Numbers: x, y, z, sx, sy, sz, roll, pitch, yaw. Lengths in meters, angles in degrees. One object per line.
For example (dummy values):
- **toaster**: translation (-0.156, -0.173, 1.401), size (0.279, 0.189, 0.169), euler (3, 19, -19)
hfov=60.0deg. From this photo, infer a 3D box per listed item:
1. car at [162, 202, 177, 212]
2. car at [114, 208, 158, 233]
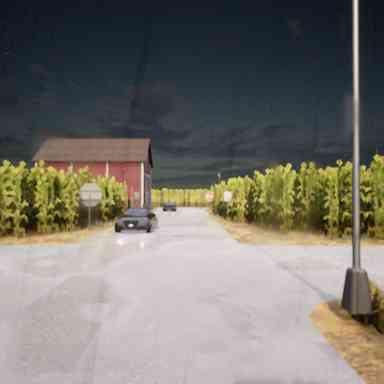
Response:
- **car**: translation (-3.135, 2.099, 47.514), size (2.033, 1.411, 5.357), euler (0, -1, 0)
- **car**: translation (-3.197, 1.628, 19.784), size (1.994, 1.385, 4.181), euler (0, -1, 2)
